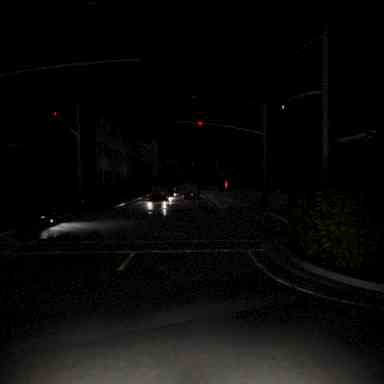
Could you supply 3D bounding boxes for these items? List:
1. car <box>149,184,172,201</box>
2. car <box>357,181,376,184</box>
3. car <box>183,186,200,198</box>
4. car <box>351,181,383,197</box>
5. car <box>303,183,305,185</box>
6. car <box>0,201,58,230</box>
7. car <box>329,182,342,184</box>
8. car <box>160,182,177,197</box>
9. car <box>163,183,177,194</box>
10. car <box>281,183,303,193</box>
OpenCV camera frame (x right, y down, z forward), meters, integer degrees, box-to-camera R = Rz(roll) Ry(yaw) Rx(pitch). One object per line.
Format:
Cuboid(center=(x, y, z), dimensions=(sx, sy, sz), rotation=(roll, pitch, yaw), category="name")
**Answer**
Cuboid(center=(-3.717, 0.162, 37.765), dimensions=(1.882, 1.535, 5.008), rotation=(-1, 2, 0), category="car")
Cuboid(center=(19.014, -0.177, 34.213), dimensions=(1.905, 1.878, 3.866), rotation=(-1, 2, 0), category="car")
Cuboid(center=(-0.016, 0.008, 42.461), dimensions=(1.812, 1.442, 4.674), rotation=(-1, 2, 0), category="car")
Cuboid(center=(22.259, -0.462, 42.093), dimensions=(1.932, 1.855, 4.605), rotation=(-1, 2, 0), category="car")
Cuboid(center=(18.891, -0.874, 59.132), dimensions=(1.970, 1.475, 3.806), rotation=(-1, 2, 0), category="car")
Cuboid(center=(-10.006, 1.176, 17.388), dimensions=(5.357, 1.411, 2.033), rotation=(-1, 2, 0), category="car")
Cuboid(center=(25.306, -1.035, 59.484), dimensions=(2.152, 1.636, 5.027), rotation=(-1, 2, 0), category="car")
Cuboid(center=(-3.740, -0.434, 47.682), dimensions=(2.150, 2.045, 5.566), rotation=(-1, 2, 0), category="car")
Cuboid(center=(-3.727, -0.643, 57.572), dimensions=(2.097, 1.767, 4.553), rotation=(-1, 2, 0), category="car")
Cuboid(center=(15.267, -0.526, 52.071), dimensions=(2.007, 1.523, 4.514), rotation=(-1, 2, 0), category="car")
